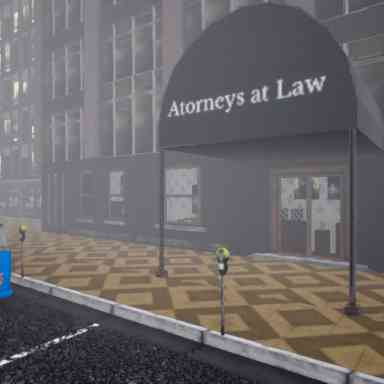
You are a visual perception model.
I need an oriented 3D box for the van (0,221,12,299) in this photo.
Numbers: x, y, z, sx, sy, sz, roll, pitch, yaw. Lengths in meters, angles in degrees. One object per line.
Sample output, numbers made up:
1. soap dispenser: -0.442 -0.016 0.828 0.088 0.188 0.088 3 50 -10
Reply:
1. van: -5.268 1.341 6.661 3.998 1.788 1.690 0 0 36
